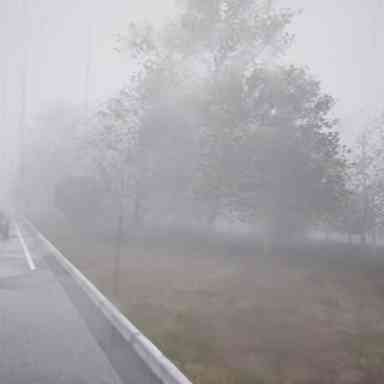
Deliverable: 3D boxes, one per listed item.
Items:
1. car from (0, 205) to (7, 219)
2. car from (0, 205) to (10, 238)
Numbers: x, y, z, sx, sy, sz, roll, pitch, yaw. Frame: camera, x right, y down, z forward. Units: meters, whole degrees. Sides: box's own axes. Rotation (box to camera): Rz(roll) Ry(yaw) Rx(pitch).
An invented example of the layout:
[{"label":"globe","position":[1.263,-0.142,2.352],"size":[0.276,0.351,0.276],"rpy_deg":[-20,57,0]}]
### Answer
[{"label":"car","position":[-23.224,2.332,39.736],"size":[1.882,1.535,5.008],"rpy_deg":[3,-2,-29]},{"label":"car","position":[-12.463,1.788,20.530],"size":[2.097,1.767,4.553],"rpy_deg":[3,-2,-29]}]
